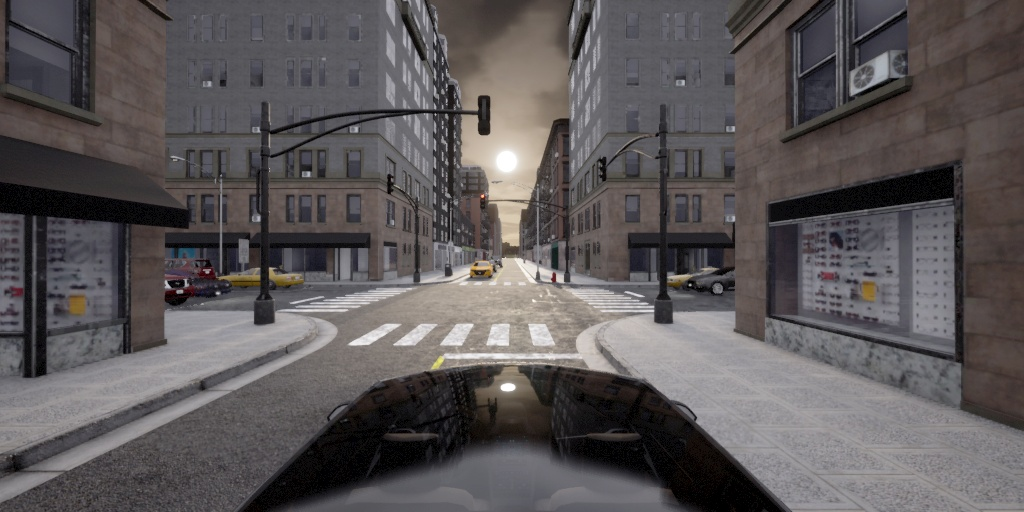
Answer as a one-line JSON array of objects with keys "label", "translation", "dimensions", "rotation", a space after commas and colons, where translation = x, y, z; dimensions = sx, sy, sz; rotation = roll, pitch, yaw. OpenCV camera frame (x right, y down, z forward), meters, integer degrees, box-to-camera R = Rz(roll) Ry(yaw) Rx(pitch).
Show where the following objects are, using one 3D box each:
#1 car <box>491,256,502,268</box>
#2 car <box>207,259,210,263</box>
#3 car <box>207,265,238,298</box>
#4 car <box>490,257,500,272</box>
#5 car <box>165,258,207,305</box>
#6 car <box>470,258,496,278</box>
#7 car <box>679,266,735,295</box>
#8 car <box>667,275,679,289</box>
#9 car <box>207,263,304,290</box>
[{"label": "car", "translation": [-2.802, 0.950, 60.946], "dimensions": [2.150, 2.045, 5.566], "rotation": [0, 0, 0]}, {"label": "car", "translation": [-20.755, 1.063, 21.614], "dimensions": [5.009, 1.841, 2.192], "rotation": [0, 0, 0]}, {"label": "car", "translation": [-15.878, 1.277, 16.121], "dimensions": [5.357, 1.411, 2.033], "rotation": [0, 0, 0]}, {"label": "car", "translation": [-2.840, 1.243, 44.338], "dimensions": [1.837, 1.490, 4.892], "rotation": [0, 0, 0]}, {"label": "car", "translation": [-15.097, 1.035, 13.579], "dimensions": [5.009, 1.841, 2.192], "rotation": [0, 0, 0]}, {"label": "car", "translation": [-2.839, 1.222, 33.937], "dimensions": [1.882, 1.535, 5.008], "rotation": [0, 0, 0]}, {"label": "car", "translation": [11.900, 1.270, 19.014], "dimensions": [4.892, 1.490, 1.837], "rotation": [-1, 0, 1]}, {"label": "car", "translation": [11.638, 1.304, 21.561], "dimensions": [4.829, 1.417, 1.751], "rotation": [0, 0, 0]}, {"label": "car", "translation": [-15.246, 1.279, 21.605], "dimensions": [4.829, 1.417, 1.751], "rotation": [0, 0, 0]}]
